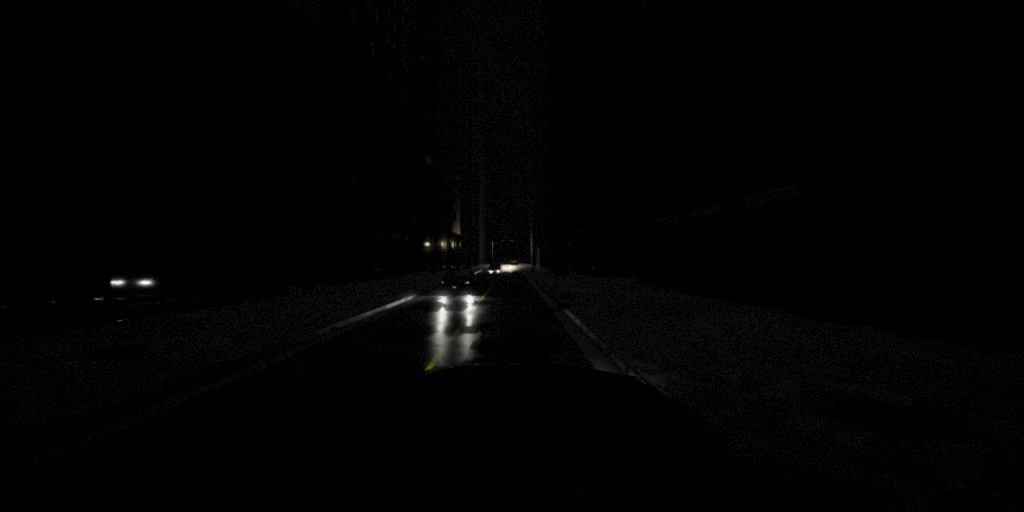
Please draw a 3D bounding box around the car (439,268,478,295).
[{"bbox_3d":[-3.093,1.440,21.599,1.812,1.442,4.674,0,0,0],"label":"car"}]

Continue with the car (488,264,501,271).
[{"bbox_3d":[-3.010,1.831,62.749,1.994,1.385,4.181,0,0,1],"label":"car"}]
